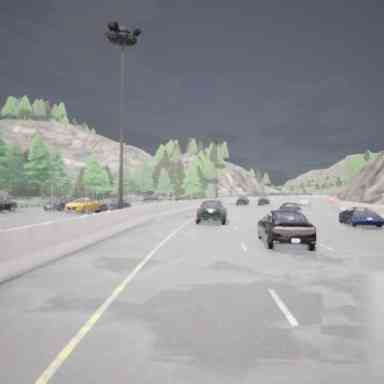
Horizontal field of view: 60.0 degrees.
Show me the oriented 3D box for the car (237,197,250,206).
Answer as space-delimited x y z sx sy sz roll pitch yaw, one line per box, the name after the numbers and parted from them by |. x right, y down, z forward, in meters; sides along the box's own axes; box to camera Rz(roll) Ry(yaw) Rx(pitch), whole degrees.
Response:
9.354 1.679 60.450 1.837 1.490 4.892 0 0 19 | car

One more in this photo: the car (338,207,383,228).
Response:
11.999 1.740 23.930 1.994 1.385 4.181 1 0 8 | car

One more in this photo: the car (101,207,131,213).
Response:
-7.873 1.475 33.933 2.033 1.411 5.357 1 0 9 | car

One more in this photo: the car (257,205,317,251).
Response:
3.988 1.556 14.521 2.128 1.511 4.902 1 0 5 | car

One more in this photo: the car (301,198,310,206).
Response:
21.113 1.855 62.286 1.812 1.442 4.674 0 0 20 | car

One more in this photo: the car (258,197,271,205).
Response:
13.452 1.734 61.708 1.837 1.490 4.892 -1 0 19 | car

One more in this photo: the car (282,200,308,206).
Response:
9.154 1.694 31.005 2.033 1.411 5.357 1 0 11 | car

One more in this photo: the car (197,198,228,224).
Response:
1.612 1.395 25.446 2.097 1.767 4.553 1 0 8 | car

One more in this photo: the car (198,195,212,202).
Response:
2.907 1.458 73.692 1.994 1.385 4.181 1 0 20 | car
